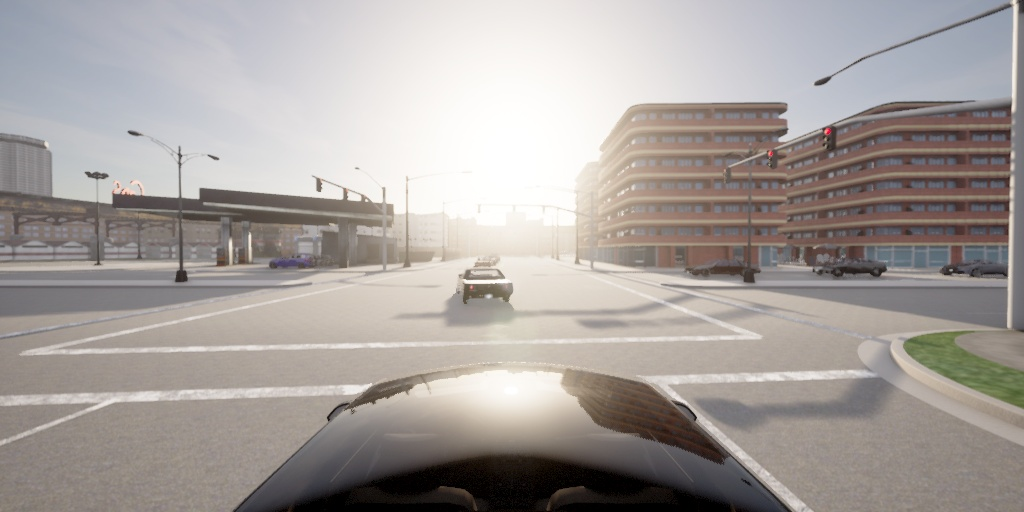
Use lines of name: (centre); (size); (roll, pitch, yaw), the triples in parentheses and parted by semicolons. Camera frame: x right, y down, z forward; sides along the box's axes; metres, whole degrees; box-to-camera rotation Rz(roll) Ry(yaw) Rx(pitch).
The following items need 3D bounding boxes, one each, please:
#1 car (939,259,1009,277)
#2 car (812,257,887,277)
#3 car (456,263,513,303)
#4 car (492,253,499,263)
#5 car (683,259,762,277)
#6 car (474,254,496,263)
car: (36.546, 0.930, 28.219); (4.181, 1.385, 1.994); (0, 1, 0)
car: (26.542, 0.856, 28.292); (4.902, 1.511, 2.128); (0, 1, 0)
car: (-1.344, 1.152, 15.418); (1.895, 1.301, 4.718); (0, 1, -12)
car: (-3.222, 0.617, 49.772); (1.994, 1.385, 4.181); (0, 1, 0)
car: (16.591, 0.911, 28.370); (5.357, 1.411, 2.033); (0, 1, 0)
car: (-3.117, 0.798, 39.859); (1.895, 1.301, 4.718); (0, 1, -1)
